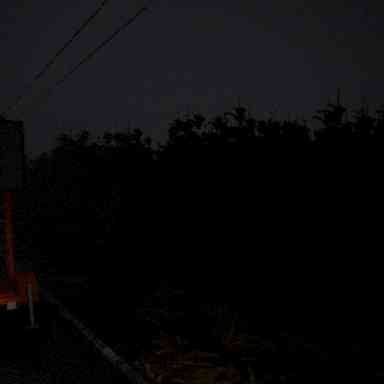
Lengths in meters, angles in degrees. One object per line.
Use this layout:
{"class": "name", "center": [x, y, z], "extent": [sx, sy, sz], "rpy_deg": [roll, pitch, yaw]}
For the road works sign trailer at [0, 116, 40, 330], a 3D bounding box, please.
{"class": "road works sign trailer", "center": [-4.225, 0.422, 5.756], "extent": [2.380, 3.560, 2.880], "rpy_deg": [-2, 2, -38]}
